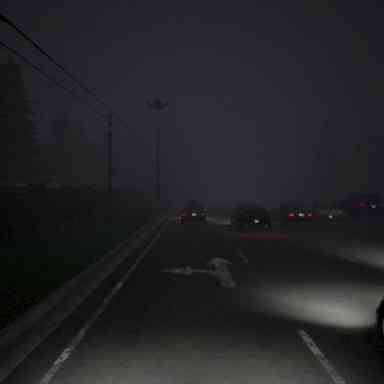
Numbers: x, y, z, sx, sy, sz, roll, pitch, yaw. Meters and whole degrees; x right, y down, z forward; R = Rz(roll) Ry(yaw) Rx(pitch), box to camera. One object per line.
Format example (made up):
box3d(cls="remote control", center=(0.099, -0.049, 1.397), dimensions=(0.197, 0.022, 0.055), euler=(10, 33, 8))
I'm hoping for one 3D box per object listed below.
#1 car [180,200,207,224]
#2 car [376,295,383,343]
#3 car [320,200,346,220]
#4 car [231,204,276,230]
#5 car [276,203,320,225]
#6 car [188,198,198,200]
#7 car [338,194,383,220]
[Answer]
box3d(cls="car", center=(0.104, 1.537, 24.476), dimensions=(2.033, 1.411, 5.357), euler=(0, 0, 0))
box3d(cls="car", center=(3.601, 1.524, 2.921), dimensions=(1.812, 1.442, 4.674), euler=(0, 0, 0))
box3d(cls="car", center=(10.604, 1.589, 27.653), dimensions=(1.895, 1.301, 4.718), euler=(0, 0, 0))
box3d(cls="car", center=(3.603, 1.469, 21.057), dimensions=(1.882, 1.535, 5.008), euler=(0, 0, 0))
box3d(cls="car", center=(7.103, 1.537, 24.268), dimensions=(2.033, 1.411, 5.357), euler=(0, 0, 0))
box3d(cls="car", center=(0.087, 1.507, 42.743), dimensions=(1.812, 1.442, 4.674), euler=(0, 0, 0))
box3d(cls="car", center=(14.104, 1.209, 28.533), dimensions=(2.150, 2.045, 5.566), euler=(0, 0, 0))
